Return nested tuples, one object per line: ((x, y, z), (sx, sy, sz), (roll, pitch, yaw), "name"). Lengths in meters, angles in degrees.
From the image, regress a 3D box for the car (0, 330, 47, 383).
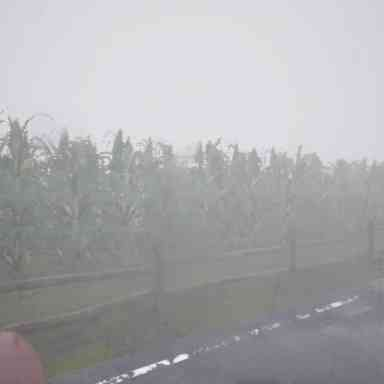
((-3.033, 1.469, 0.908), (5.008, 1.535, 1.882), (0, 0, -36), "car")
